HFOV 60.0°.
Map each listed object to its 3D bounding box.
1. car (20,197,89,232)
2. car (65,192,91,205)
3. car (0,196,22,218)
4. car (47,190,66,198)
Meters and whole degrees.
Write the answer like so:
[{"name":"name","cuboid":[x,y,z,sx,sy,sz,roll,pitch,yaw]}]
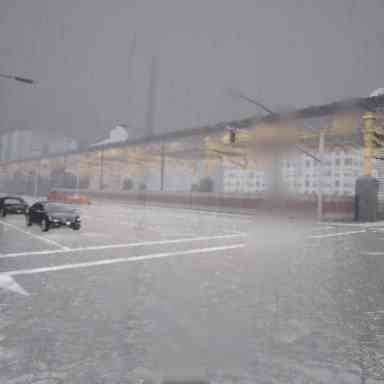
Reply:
[{"name":"car","cuboid":[-7.794,1.288,18.620,1.837,1.490,4.892,2,-1,-40]},{"name":"car","cuboid":[-17.637,1.043,52.111,2.097,1.767,4.553,2,-1,-40]},{"name":"car","cuboid":[-14.162,1.098,26.104,1.882,1.535,5.008,2,-1,-40]},{"name":"car","cuboid":[-24.158,0.747,59.784,2.150,2.045,5.566,2,0,-40]}]
